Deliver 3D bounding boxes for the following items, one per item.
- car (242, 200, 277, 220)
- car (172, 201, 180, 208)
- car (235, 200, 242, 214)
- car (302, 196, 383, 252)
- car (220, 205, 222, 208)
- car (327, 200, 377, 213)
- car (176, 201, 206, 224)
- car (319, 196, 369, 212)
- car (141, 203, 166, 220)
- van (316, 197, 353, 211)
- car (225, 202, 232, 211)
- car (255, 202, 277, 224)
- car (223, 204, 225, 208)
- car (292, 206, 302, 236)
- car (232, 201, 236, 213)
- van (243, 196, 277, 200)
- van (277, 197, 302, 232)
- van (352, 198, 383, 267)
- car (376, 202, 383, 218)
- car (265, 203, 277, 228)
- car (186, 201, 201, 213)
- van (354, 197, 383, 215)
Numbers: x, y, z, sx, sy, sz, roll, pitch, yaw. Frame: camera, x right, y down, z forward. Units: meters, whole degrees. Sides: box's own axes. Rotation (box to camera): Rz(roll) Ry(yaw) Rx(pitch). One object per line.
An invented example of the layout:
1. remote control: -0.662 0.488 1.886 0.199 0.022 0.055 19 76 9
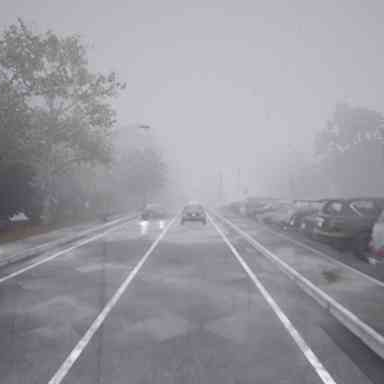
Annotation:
1. car: 7.102 1.635 28.125 5.008 1.535 2.097 0 -1 0
2. car: -3.167 2.657 70.827 2.128 1.511 4.902 0 -2 0
3. car: 7.110 1.744 33.676 4.674 1.452 2.002 0 -1 0
4. car: 7.093 1.195 11.488 5.566 2.045 2.435 0 0 0
5. car: 6.954 1.954 50.317 5.366 1.575 1.946 0 -1 0
6. car: 20.018 1.801 41.761 5.366 1.575 1.946 0 -1 0
7. car: 0.119 1.671 25.595 2.033 1.411 5.357 0 -1 0
8. car: 20.236 1.592 44.533 5.566 2.045 2.435 0 -1 0
9. car: -3.321 1.694 29.637 1.812 1.442 4.674 0 -1 0
10. van: 20.331 1.670 47.424 4.442 1.987 1.878 0 -1 0
11. car: 7.090 1.521 39.232 5.566 2.045 2.435 0 -1 0
12. car: 7.056 1.597 22.574 4.792 1.488 2.163 0 -1 0
13. car: 7.135 1.850 44.776 5.008 1.535 2.097 0 -1 0
14. car: 7.100 1.494 14.239 4.792 1.488 2.163 0 0 0
15. car: 7.142 1.767 36.452 4.792 1.488 2.163 0 -1 0
16. van: 7.219 1.444 30.904 4.442 1.987 1.878 0 -1 0
17. van: 6.959 1.273 17.024 4.442 1.987 1.878 0 -1 0
18. van: 6.943 1.231 8.712 4.442 1.987 1.878 0 0 0
19. car: 20.177 1.667 30.809 5.008 1.535 2.097 0 -1 0
20. car: 7.084 1.573 19.796 4.674 1.452 2.002 0 -1 0
21. car: 0.144 1.879 42.930 1.812 1.442 4.674 0 -1 0
22. van: 20.309 1.508 36.226 4.442 1.987 1.878 0 -1 0
